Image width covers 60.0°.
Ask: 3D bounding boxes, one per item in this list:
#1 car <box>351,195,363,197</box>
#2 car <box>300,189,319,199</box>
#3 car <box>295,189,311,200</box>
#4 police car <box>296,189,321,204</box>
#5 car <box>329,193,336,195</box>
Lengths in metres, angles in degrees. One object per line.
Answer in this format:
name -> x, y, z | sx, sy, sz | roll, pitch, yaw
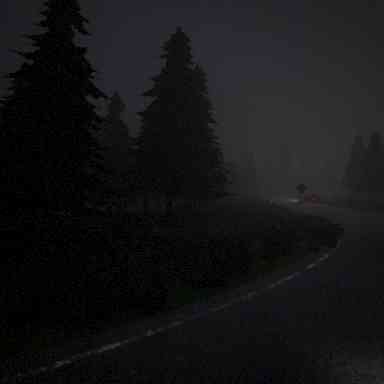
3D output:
car -> 33.599, 1.278, 67.753 | 5.357, 1.411, 2.033 | 7, -3, -20
car -> 19.784, 0.238, 55.827 | 1.801, 1.575, 5.366 | 2, 1, 34
car -> 17.035, 0.385, 50.811 | 1.837, 1.490, 4.892 | 2, 2, 23
police car -> 14.798, 0.562, 42.006 | 1.930, 1.638, 5.238 | 3, 2, 5
car -> 29.202, 0.988, 69.325 | 4.892, 1.490, 1.837 | 6, -3, -29
